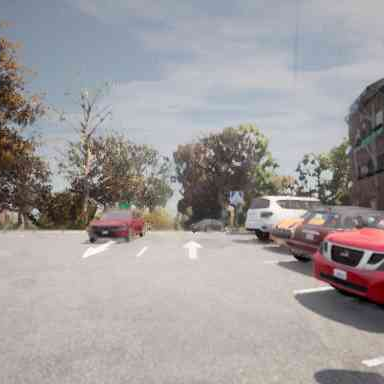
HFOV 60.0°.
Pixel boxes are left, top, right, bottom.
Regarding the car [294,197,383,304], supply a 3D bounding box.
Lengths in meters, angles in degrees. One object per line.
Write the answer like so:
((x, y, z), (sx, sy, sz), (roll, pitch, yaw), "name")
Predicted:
((5.338, 1.198, 7.103), (5.566, 2.045, 2.435), (1, 1, -20), "car")

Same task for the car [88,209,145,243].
((-3.609, 1.601, 16.662), (1.882, 1.535, 5.008), (-1, -4, 2), "car")

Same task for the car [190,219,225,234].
((1.686, 3.556, 34.581), (1.837, 1.490, 4.892), (-4, -8, 33), "car")

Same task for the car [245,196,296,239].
((5.295, 1.309, 16.132), (5.566, 2.045, 2.435), (2, -5, -20), "car")

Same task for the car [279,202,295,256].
((5.325, 1.309, 10.154), (4.553, 1.767, 2.185), (1, 0, -20), "car")

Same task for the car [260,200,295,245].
((5.363, 1.332, 13.179), (4.553, 1.767, 2.185), (2, -2, -21), "car")
